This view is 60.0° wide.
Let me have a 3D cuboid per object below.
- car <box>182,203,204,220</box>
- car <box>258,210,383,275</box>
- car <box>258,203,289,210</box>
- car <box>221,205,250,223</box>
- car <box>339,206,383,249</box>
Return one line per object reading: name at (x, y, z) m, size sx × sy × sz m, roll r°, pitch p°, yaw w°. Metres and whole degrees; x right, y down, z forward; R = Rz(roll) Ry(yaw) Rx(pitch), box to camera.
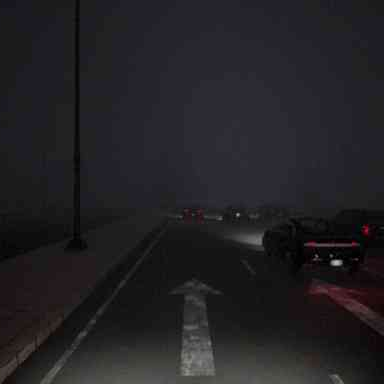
car at (0.094, 1.734, 29.978) m, size 1.812 × 1.442 × 4.674 m, roll 0°, pitch 0°, yaw 0°
car at (3.597, 1.566, 10.704) m, size 2.128 × 1.511 × 4.902 m, roll 0°, pitch 0°, yaw 0°
car at (7.093, 1.681, 29.232) m, size 1.882 × 1.535 × 5.008 m, roll 0°, pitch -1°, yaw 0°
car at (3.593, 1.758, 27.915) m, size 1.994 × 1.385 × 4.181 m, roll 0°, pitch 0°, yaw 0°
car at (7.095, 1.449, 14.064) m, size 2.097 × 1.767 × 4.553 m, roll 0°, pitch -1°, yaw 0°
